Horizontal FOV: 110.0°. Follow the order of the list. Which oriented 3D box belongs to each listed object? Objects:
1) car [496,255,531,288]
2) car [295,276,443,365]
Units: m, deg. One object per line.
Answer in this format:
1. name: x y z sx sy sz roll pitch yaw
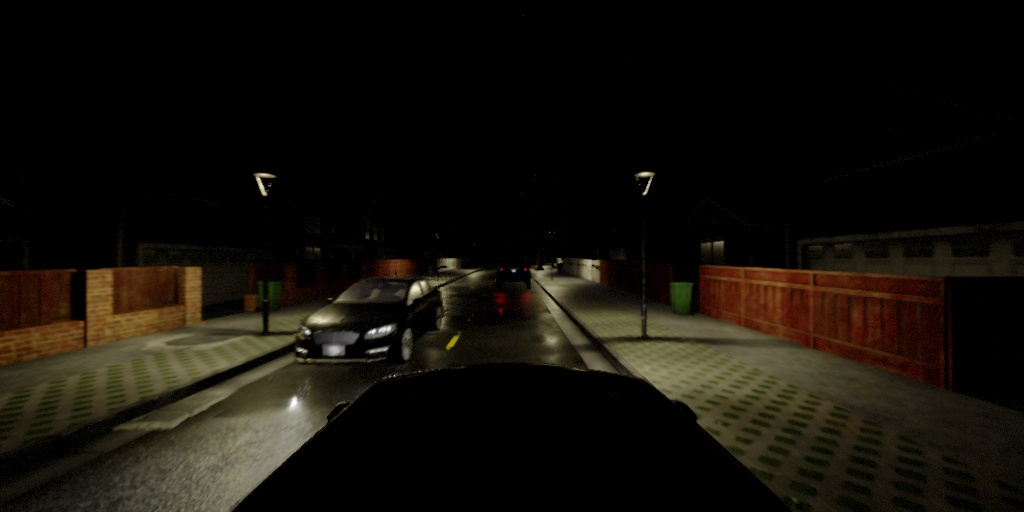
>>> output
1. car: 0.106 0.978 23.924 2.150 2.045 5.566 0 0 0
2. car: -2.838 1.243 8.167 2.128 1.511 4.902 0 0 0
